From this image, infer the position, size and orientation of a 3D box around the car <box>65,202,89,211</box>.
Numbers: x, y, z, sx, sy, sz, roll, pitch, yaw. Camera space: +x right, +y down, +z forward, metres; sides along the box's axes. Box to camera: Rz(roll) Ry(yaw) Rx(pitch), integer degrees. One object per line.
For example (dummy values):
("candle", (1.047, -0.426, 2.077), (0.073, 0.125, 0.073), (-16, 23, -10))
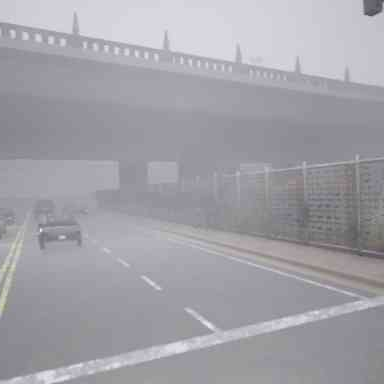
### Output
("car", (-13.332, 2.198, 38.950), (1.895, 1.301, 4.718), (-1, 0, -25))

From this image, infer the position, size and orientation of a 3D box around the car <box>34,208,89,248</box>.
("car", (-6.663, 1.792, 16.622), (2.128, 1.511, 4.902), (-1, 0, -25))

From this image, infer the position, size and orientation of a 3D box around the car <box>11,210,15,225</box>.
("car", (-16.976, 2.194, 29.848), (2.033, 1.411, 5.357), (-1, 0, -25))

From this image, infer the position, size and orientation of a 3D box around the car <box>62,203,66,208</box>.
("car", (-17.657, 2.240, 48.088), (1.882, 1.535, 5.008), (-1, 0, -25))

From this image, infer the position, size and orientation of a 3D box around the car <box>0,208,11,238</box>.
("car", (-12.516, 1.954, 20.361), (1.882, 1.535, 5.008), (-1, 0, -25))

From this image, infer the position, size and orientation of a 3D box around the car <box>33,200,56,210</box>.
("car", (-16.911, 1.914, 38.212), (2.150, 2.045, 5.566), (-1, 0, -25))

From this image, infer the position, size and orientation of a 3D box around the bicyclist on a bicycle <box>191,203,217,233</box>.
("bicyclist on a bicycle", (0.647, 1.413, 18.179), (1.656, 1.620, 0.582), (-2, 0, -25))
